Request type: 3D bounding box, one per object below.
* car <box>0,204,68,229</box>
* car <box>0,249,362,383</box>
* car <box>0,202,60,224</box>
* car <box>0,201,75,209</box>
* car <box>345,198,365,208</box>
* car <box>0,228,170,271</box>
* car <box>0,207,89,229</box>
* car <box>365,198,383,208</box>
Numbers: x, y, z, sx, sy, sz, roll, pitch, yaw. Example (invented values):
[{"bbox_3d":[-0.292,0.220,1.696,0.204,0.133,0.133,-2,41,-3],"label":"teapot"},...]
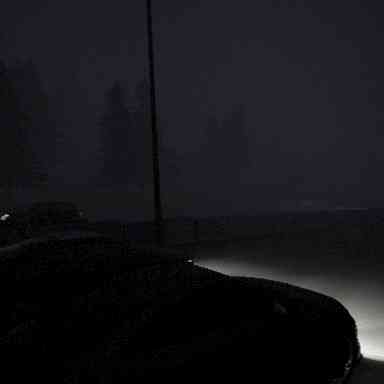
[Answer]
[{"bbox_3d":[-10.688,1.545,22.168,4.181,1.385,1.994,0,0,-36],"label":"car"},{"bbox_3d":[0.069,1.552,3.798,4.181,1.385,1.994,0,0,-36],"label":"car"},{"bbox_3d":[-12.952,1.531,24.852,5.357,1.411,2.033,0,0,-36],"label":"car"},{"bbox_3d":[-8.771,1.334,19.235,4.553,1.767,2.097,0,0,-36],"label":"car"},{"bbox_3d":[26.389,1.656,52.856,5.008,1.535,1.882,1,-1,-35],"label":"car"},{"bbox_3d":[-2.053,1.515,6.583,4.674,1.442,1.812,0,0,-36],"label":"car"},{"bbox_3d":[-7.511,1.587,15.834,4.718,1.301,1.895,0,0,-36],"label":"car"},{"bbox_3d":[28.771,1.691,50.252,4.892,1.490,1.837,1,-1,-35],"label":"car"}]
